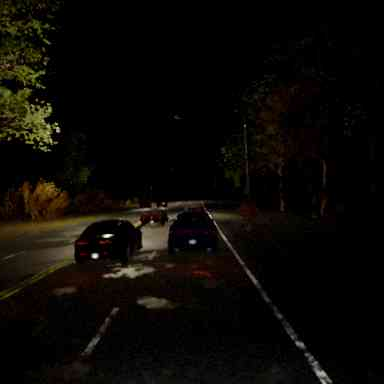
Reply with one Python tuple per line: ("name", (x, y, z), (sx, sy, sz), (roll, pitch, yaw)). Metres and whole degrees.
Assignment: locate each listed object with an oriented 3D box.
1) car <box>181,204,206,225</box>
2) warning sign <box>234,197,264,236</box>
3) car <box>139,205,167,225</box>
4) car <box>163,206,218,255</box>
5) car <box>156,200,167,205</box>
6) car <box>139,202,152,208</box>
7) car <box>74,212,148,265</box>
("car", (0.140, 1.849, 28.204), (1.895, 1.301, 4.718), (-2, 1, 1))
("warning sign", (2.867, 1.205, 16.829), (1.300, 1.860, 1.060), (-2, 0, 0))
("car", (-3.120, 2.068, 28.242), (1.895, 1.301, 4.718), (-3, 0, 1))
("car", (0.055, 1.603, 14.202), (1.882, 1.535, 5.008), (0, 0, 1))
("car", (-5.960, 2.389, 65.590), (2.033, 1.411, 5.357), (-3, 0, 1))
("car", (-9.203, 2.600, 65.546), (1.895, 1.301, 4.718), (-3, 0, 1))
("car", (-3.217, 1.869, 13.506), (1.837, 1.490, 4.892), (-3, 0, 1))
